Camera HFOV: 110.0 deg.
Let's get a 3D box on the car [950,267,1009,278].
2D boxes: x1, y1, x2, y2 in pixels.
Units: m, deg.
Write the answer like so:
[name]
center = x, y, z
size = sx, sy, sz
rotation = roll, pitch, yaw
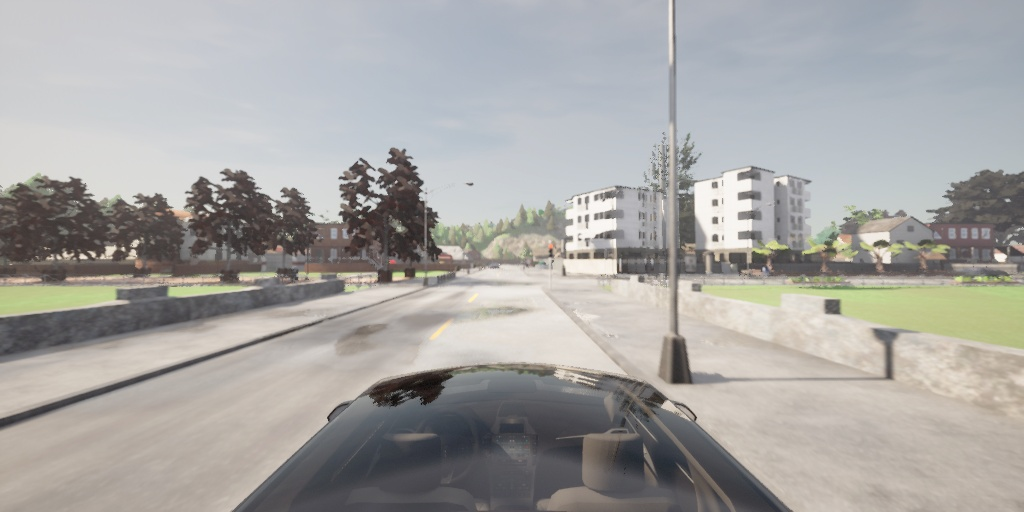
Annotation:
[car]
center = 48.677, 1.811, 37.398
size = 4.181, 1.385, 1.994
rotation = 0, -1, 0
